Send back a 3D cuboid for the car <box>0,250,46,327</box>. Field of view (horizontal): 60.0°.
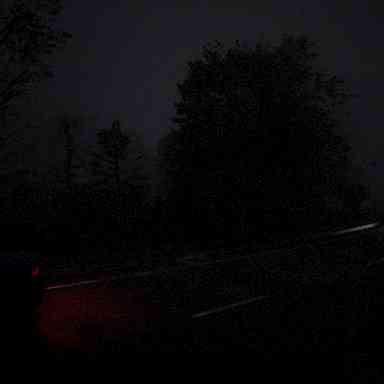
[{"bbox_3d":[-4.904,1.481,4.921,5.008,1.535,1.882,1,-1,-36],"label":"car"}]
